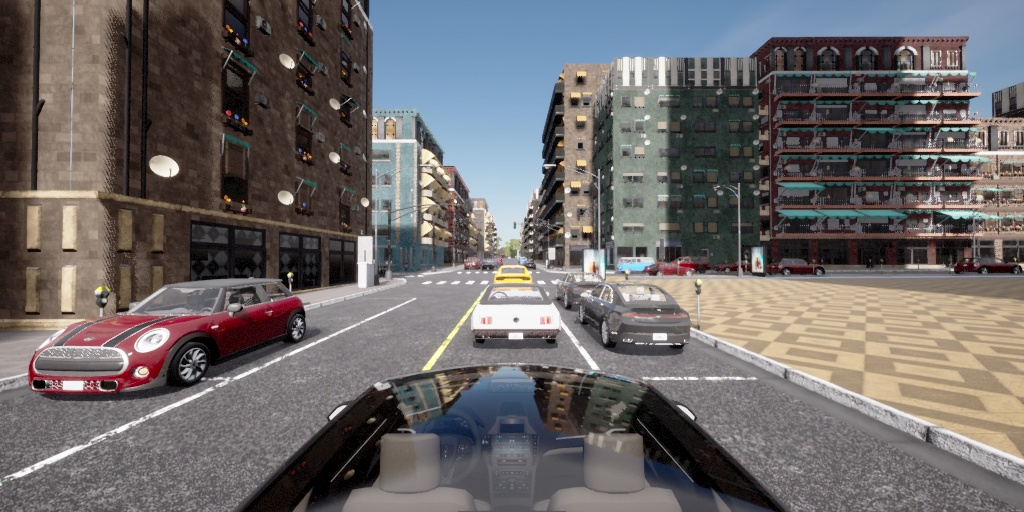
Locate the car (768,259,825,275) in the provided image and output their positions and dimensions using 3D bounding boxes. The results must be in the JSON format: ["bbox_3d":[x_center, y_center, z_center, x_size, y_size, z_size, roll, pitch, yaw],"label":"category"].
[{"bbox_3d":[24.696,0.936,31.170,4.097,1.591,1.967,0,0,0],"label":"car"}]

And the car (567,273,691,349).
[{"bbox_3d":[2.804,1.303,9.002,2.007,1.370,4.403,0,0,0],"label":"car"}]

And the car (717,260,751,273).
[{"bbox_3d":[24.739,1.165,39.550,4.507,1.381,1.888,0,0,0],"label":"car"}]

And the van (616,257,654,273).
[{"bbox_3d":[13.683,1.046,39.604,3.998,1.789,1.690,0,0,0],"label":"van"}]

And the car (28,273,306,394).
[{"bbox_3d":[-5.830,1.191,6.747,1.967,1.591,4.097,0,0,0],"label":"car"}]

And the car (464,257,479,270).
[{"bbox_3d":[-5.807,1.083,52.785,2.192,1.841,5.009,0,0,0],"label":"car"}]

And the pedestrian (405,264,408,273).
[{"bbox_3d":[-12.623,1.097,42.694,0.375,1.860,0.375,0,0,0],"label":"pedestrian"}]

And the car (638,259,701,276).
[{"bbox_3d":[13.640,1.163,31.224,4.207,1.307,1.802,0,0,0],"label":"car"}]

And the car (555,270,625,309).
[{"bbox_3d":[2.791,1.304,14.572,2.007,1.370,4.403,0,0,0],"label":"car"}]

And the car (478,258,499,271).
[{"bbox_3d":[-3.228,1.368,50.455,1.895,1.301,4.718,0,0,1],"label":"car"}]

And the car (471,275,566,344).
[{"bbox_3d":[0.081,1.353,9.585,1.895,1.301,4.718,0,0,0],"label":"car"}]

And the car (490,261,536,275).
[{"bbox_3d":[0.053,1.233,19.038,1.882,1.535,5.008,0,0,0],"label":"car"}]

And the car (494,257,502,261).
[{"bbox_3d":[-3.218,1.319,60.148,2.033,1.411,5.357,0,0,0],"label":"car"}]

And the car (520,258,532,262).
[{"bbox_3d":[2.574,1.334,52.764,1.948,1.339,4.313,0,0,0],"label":"car"}]

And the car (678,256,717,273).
[{"bbox_3d":[19.211,0.977,39.577,5.009,1.841,2.192,0,0,0],"label":"car"}]

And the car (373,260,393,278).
[{"bbox_3d":[-14.154,1.058,33.797,5.566,2.045,2.150,-1,-1,4],"label":"car"}]

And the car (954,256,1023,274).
[{"bbox_3d":[41.277,0.812,31.089,4.097,1.591,1.967,0,0,0],"label":"car"}]
